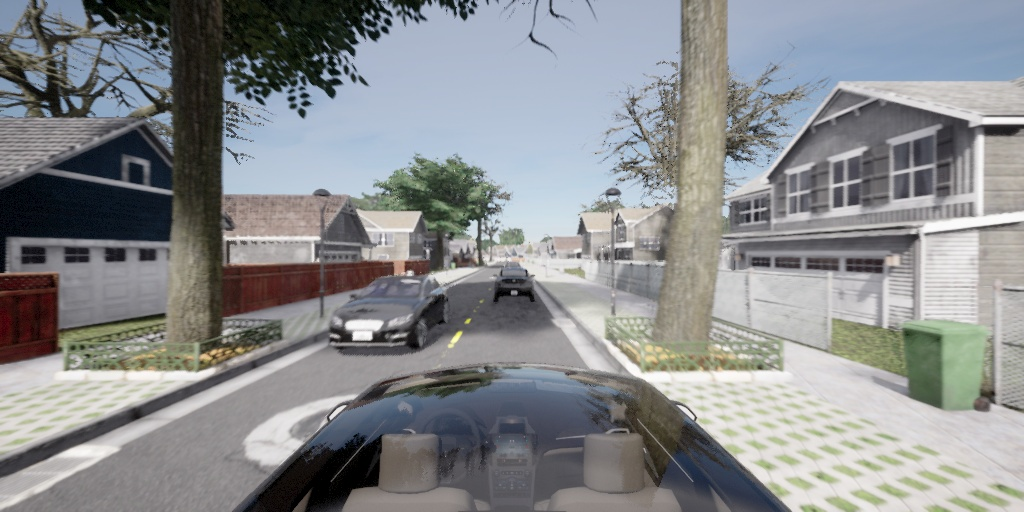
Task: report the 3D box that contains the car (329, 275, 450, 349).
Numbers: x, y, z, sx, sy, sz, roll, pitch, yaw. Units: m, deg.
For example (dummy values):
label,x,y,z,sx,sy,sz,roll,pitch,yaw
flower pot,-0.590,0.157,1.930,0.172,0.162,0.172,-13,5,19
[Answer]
label,x,y,z,sx,sy,sz,roll,pitch,yaw
car,-2.847,1.264,9.286,2.128,1.511,4.902,0,0,0

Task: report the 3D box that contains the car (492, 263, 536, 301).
label,x,y,z,sx,sy,sz,roll,pitch,yaw
car,0.101,1.304,17.741,1.837,1.490,4.892,0,0,0
